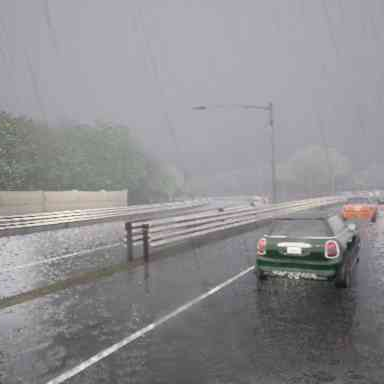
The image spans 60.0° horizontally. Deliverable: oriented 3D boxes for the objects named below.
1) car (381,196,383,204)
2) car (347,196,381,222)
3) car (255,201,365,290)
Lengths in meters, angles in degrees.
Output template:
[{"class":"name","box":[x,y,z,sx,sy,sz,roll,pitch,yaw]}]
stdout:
[{"class":"car","box":[24.312,1.125,43.429,1.895,1.301,4.718,-3,-1,34]},{"class":"car","box":[12.105,1.138,23.945,2.097,1.767,4.553,-3,-1,31]},{"class":"car","box":[3.408,1.321,9.362,2.097,1.767,4.553,-3,-1,31]}]
